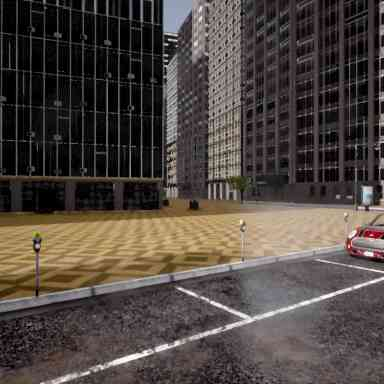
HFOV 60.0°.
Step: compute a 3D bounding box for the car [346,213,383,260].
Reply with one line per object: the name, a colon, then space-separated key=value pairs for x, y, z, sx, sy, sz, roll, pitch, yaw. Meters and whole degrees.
car: x=7.229 y=1.437 z=11.701 sx=4.097 sy=1.590 sz=1.967 roll=0 pitch=0 yaw=-35
